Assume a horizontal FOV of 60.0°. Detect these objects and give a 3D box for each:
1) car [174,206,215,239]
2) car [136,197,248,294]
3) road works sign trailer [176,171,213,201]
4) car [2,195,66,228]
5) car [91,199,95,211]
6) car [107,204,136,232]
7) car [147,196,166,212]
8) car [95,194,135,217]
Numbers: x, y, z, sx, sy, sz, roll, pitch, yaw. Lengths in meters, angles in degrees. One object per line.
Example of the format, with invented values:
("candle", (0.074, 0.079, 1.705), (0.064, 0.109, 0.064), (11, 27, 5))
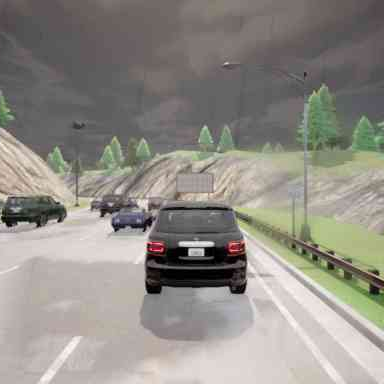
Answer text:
("car", (0.104, 1.557, 18.125), (1.994, 1.385, 4.181), (0, 0, 0))
("car", (0.088, 1.221, 8.909), (2.150, 2.045, 5.566), (0, 0, 0))
("road works sign trailer", (0.190, 0.464, 21.622), (2.380, 3.560, 2.880), (0, 0, 0))
("car", (-10.429, 1.223, 22.444), (2.150, 2.045, 5.566), (0, 0, 0))
("car", (-11.336, 1.489, 41.380), (2.128, 1.511, 4.902), (0, 0, -6))
("car", (-3.424, 1.600, 20.054), (1.895, 1.301, 4.718), (0, 0, 0))
("car", (-4.078, 1.351, 38.920), (2.097, 1.767, 4.553), (0, 0, -5))
("car", (-7.059, 1.223, 31.180), (2.150, 2.045, 5.566), (0, 0, -2))
